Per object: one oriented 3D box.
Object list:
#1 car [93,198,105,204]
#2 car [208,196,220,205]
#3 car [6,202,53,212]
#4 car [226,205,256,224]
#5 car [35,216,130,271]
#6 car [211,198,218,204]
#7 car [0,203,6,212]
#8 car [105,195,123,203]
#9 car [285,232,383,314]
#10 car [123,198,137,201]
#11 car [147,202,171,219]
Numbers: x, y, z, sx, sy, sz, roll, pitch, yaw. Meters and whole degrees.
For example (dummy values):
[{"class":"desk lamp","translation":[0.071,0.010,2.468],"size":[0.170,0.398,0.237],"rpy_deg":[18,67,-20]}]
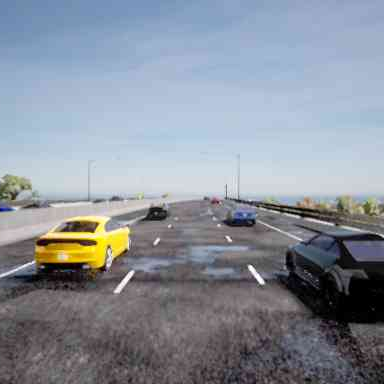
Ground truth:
[{"class":"car","translation":[-19.514,2.016,70.656],"size":[1.837,1.490,4.892],"rpy_deg":[0,-1,2]},{"class":"car","translation":[5.207,2.130,75.279],"size":[1.994,1.385,4.181],"rpy_deg":[0,-1,3]},{"class":"car","translation":[-13.819,1.688,29.186],"size":[1.837,1.490,4.892],"rpy_deg":[0,0,1]},{"class":"car","translation":[3.826,1.714,26.282],"size":[2.033,1.411,5.357],"rpy_deg":[0,0,1]},{"class":"car","translation":[-3.348,1.543,11.117],"size":[1.882,1.535,5.008],"rpy_deg":[0,0,0]},{"class":"car","translation":[5.727,2.202,86.189],"size":[1.812,1.442,4.674],"rpy_deg":[0,-1,3]},{"class":"car","translation":[-17.322,1.707,29.012],"size":[1.812,1.442,4.674],"rpy_deg":[0,0,1]},{"class":"car","translation":[-16.019,1.739,70.476],"size":[2.150,2.045,5.566],"rpy_deg":[0,-1,2]},{"class":"car","translation":[3.632,1.611,7.812],"size":[1.994,1.385,4.181],"rpy_deg":[0,0,0]},{"class":"car","translation":[-12.521,2.038,70.349],"size":[1.812,1.442,4.674],"rpy_deg":[0,-1,2]},{"class":"car","translation":[-3.082,1.693,31.374],"size":[2.128,1.511,4.902],"rpy_deg":[0,0,1]}]
